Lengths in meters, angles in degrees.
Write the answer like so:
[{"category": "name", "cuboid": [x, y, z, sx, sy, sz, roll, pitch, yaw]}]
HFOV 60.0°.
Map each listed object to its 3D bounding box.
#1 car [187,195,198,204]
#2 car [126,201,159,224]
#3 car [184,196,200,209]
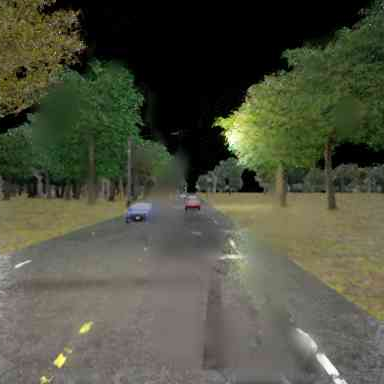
[{"category": "car", "cuboid": [0.116, 1.449, 63.588, 1.882, 1.535, 5.008, 0, 0, 0]}, {"category": "car", "cuboid": [-3.590, 1.444, 24.520, 1.882, 1.535, 5.008, 0, 0, 0]}, {"category": "car", "cuboid": [0.114, 1.531, 44.601, 1.994, 1.385, 4.181, 0, 0, 0]}]
